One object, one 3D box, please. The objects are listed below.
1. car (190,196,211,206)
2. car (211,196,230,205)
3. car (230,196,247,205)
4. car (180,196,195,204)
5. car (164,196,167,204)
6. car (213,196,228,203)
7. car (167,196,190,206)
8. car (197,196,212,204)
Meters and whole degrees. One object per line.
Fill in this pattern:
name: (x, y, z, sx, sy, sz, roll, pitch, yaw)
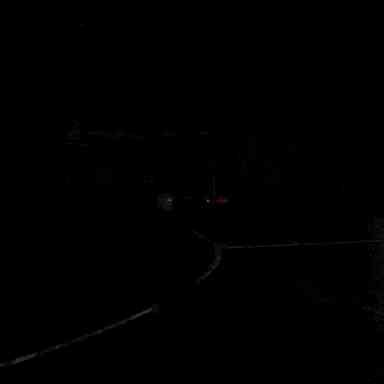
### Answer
car: (1.155, 1.547, 56.326, 2.033, 1.411, 5.357, 0, 0, -12)
car: (4.534, 1.600, 57.263, 1.895, 1.301, 4.718, 0, 0, -12)
car: (7.965, 1.491, 57.956, 2.128, 1.511, 4.902, 0, 0, -12)
car: (-0.999, 1.547, 66.567, 2.033, 1.411, 5.357, 0, 0, -12)
car: (-4.425, 1.491, 65.847, 2.128, 1.511, 4.902, 0, 0, -12)
car: (5.851, 1.525, 68.007, 1.812, 1.442, 4.674, 0, 0, -12)
car: (-2.286, 1.491, 55.678, 2.128, 1.511, 4.902, 0, 0, -12)
car: (2.426, 1.504, 67.287, 1.837, 1.490, 4.892, 0, 0, -12)
